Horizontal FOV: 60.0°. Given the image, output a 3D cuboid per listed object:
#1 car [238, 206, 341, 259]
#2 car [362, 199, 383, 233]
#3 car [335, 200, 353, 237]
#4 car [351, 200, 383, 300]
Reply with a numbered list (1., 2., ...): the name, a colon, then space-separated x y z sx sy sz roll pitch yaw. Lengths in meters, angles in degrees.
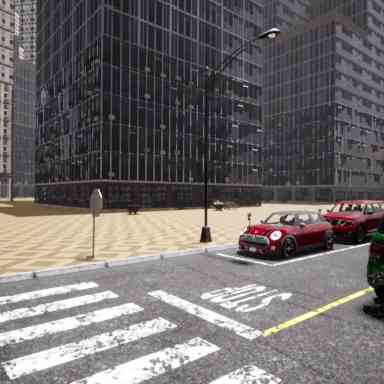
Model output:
1. car: 3.636 1.454 12.708 4.097 1.590 1.967 0 0 -39
2. car: 12.385 1.341 19.849 5.009 1.841 2.192 0 0 -39
3. car: 8.010 1.336 16.278 5.009 1.841 2.192 0 0 -39
4. car: 5.873 1.231 7.198 5.566 2.045 2.150 0 0 -39
